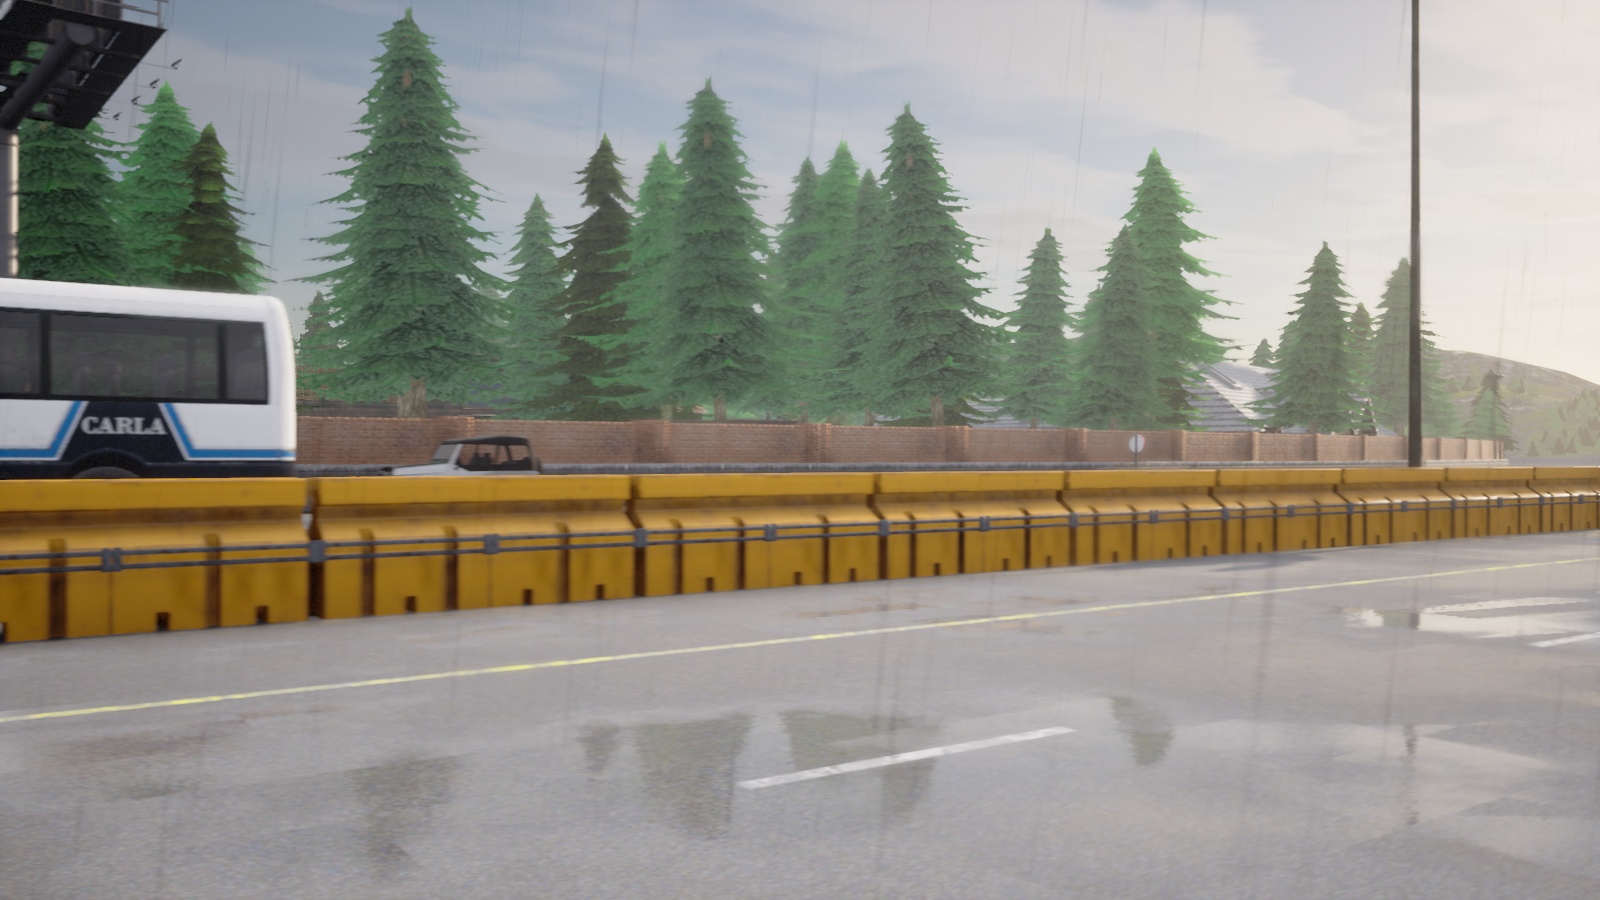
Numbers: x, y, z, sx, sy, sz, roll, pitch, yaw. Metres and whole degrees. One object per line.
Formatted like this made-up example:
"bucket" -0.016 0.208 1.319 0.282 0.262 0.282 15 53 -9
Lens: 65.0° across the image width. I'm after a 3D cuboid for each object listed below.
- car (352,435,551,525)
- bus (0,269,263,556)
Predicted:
"car" -7.771 0.626 28.102 3.866 1.878 1.905 0 0 -35
"bus" -14.189 -0.554 19.374 10.273 4.253 3.944 0 0 -35
